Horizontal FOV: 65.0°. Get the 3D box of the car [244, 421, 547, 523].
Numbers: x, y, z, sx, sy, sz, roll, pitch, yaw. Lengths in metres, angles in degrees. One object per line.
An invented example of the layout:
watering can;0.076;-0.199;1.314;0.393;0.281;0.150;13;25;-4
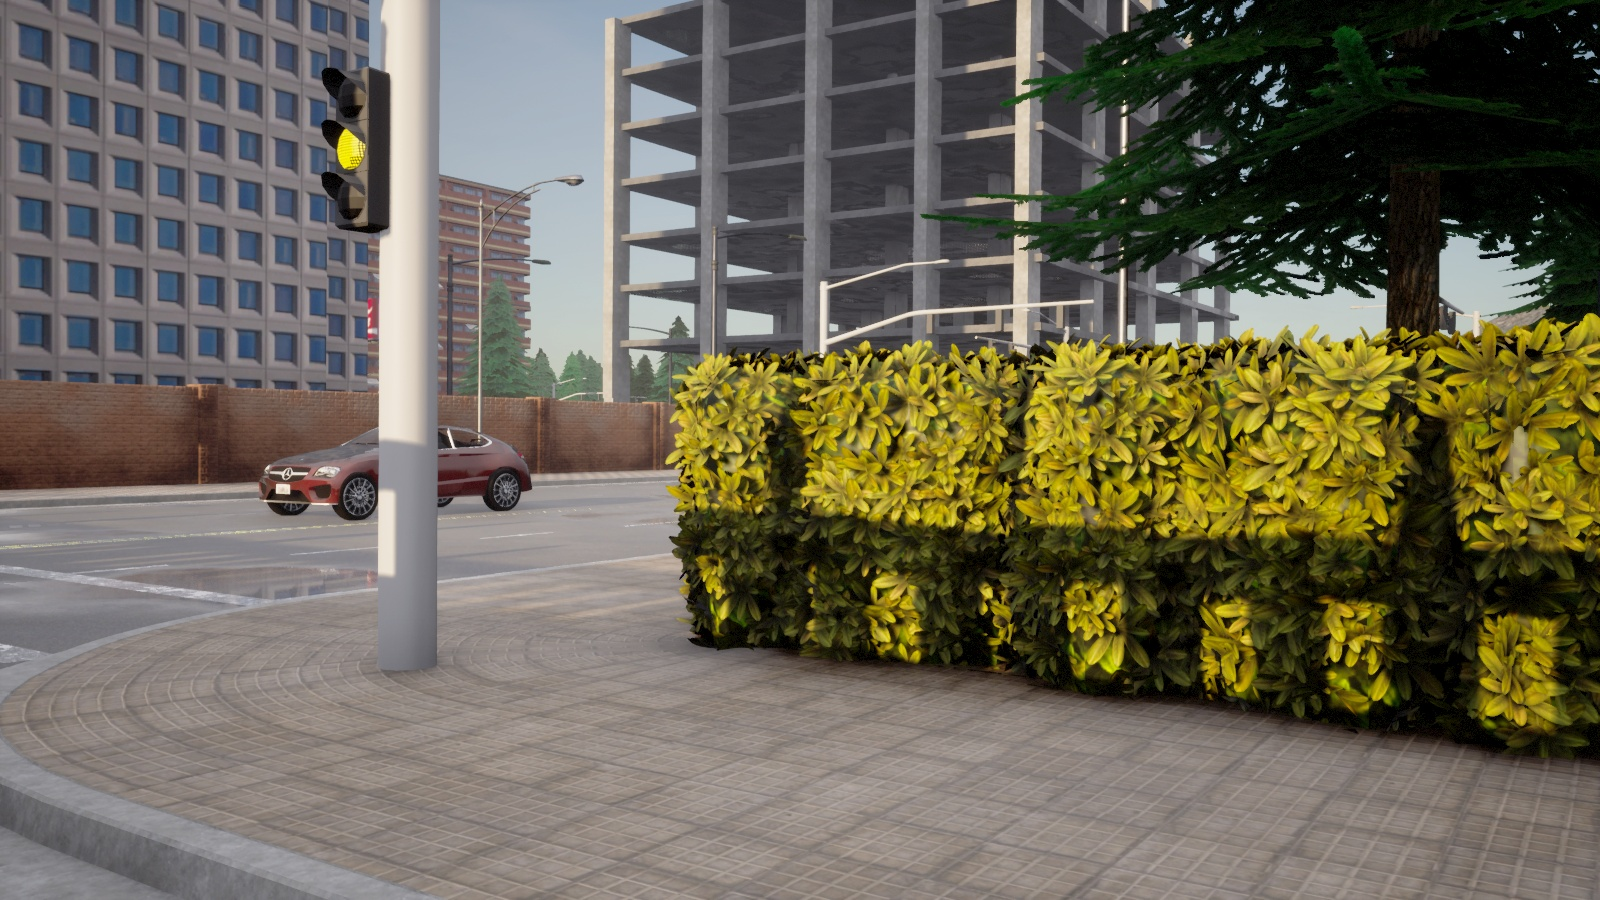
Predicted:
car;-7.250;0.316;23.069;2.152;1.651;5.027;0;1;33
